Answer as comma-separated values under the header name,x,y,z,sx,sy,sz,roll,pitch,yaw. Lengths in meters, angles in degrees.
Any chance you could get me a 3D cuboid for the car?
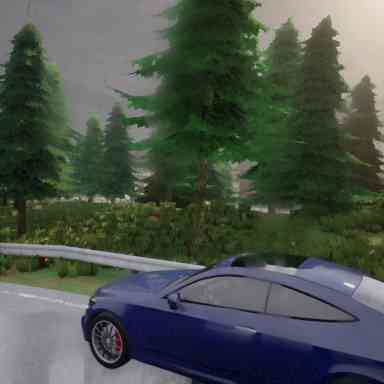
name,x,y,z,sx,sy,sz,roll,pitch,yaw
car,0.726,1.500,4.117,4.674,1.442,1.812,1,1,31
